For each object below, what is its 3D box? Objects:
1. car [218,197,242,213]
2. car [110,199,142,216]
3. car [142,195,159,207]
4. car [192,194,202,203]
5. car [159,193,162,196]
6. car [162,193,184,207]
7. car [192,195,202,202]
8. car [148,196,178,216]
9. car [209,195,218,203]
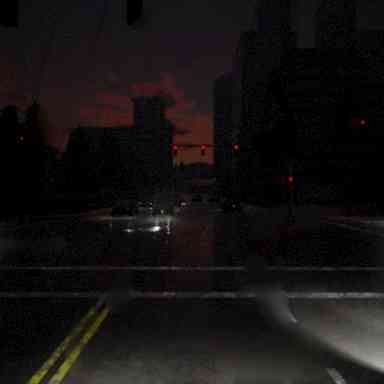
[{"bbox_3d":[4.338,1.510,36.880,2.033,1.411,5.357,0,0,1],"label":"car"},{"bbox_3d":[-6.409,1.445,31.856,1.882,1.535,5.008,0,0,1],"label":"car"},{"bbox_3d":[-6.250,1.455,47.210,1.837,1.490,4.892,0,0,1],"label":"car"},{"bbox_3d":[1.038,1.283,67.865,2.097,1.767,4.553,0,0,1],"label":"car"},{"bbox_3d":[-5.955,1.152,68.713,2.150,2.045,5.566,0,0,1],"label":"car"},{"bbox_3d":[-2.726,1.173,48.942,2.150,2.045,5.566,0,0,1],"label":"car"},{"bbox_3d":[1.126,1.445,76.929,2.128,1.511,4.902,0,0,1],"label":"car"},{"bbox_3d":[-2.705,1.459,31.673,2.128,1.511,4.902,0,0,-2],"label":"car"},{"bbox_3d":[4.536,1.409,67.575,1.882,1.535,5.008,0,0,1],"label":"car"}]
